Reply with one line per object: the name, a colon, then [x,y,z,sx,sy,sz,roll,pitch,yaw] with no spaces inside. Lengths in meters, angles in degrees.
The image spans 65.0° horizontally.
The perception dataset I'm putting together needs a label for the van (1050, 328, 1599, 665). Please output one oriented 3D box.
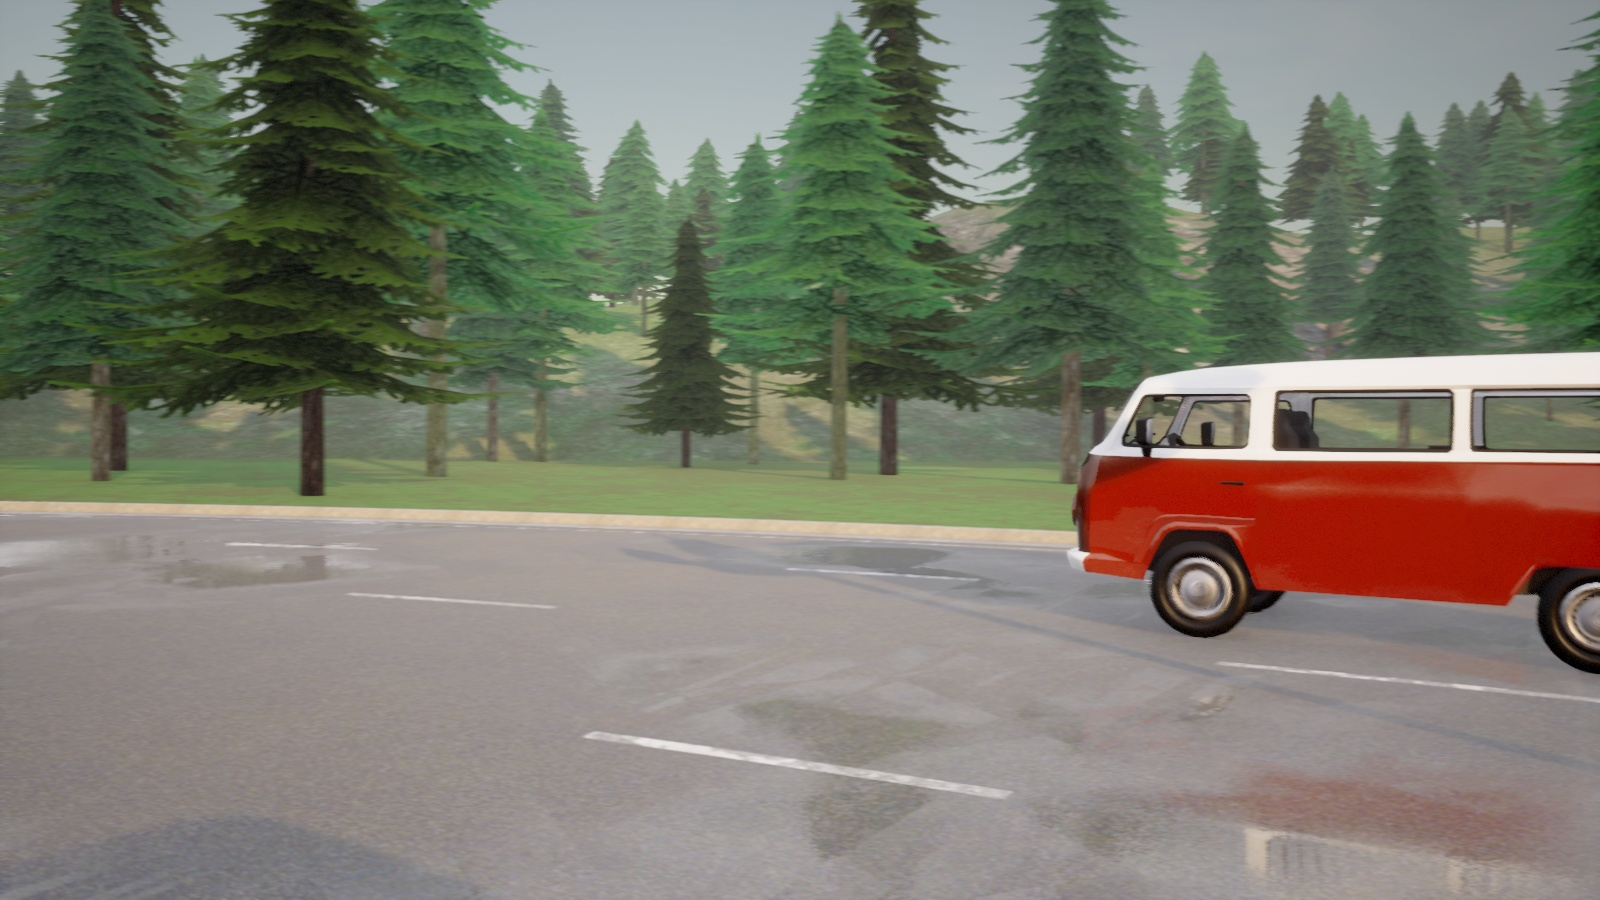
van: [4.323,0.268,9.094,4.480,2.038,2.069,0,1,31]
